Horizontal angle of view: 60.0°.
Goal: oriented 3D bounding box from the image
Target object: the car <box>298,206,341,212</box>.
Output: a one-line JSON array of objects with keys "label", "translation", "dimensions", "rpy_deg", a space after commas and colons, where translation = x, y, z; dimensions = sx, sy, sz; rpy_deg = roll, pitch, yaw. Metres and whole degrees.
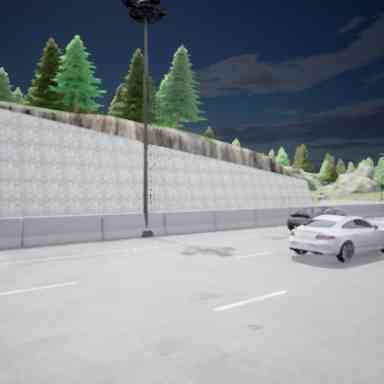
[{"label": "car", "translation": [7.048, 1.501, 17.381], "dimensions": [4.902, 1.511, 2.128], "rpy_deg": [0, 0, -35]}]

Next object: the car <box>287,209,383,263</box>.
[{"label": "car", "translation": [5.424, 1.532, 11.937], "dimensions": [4.674, 1.442, 1.812], "rpy_deg": [0, 0, -35]}]
